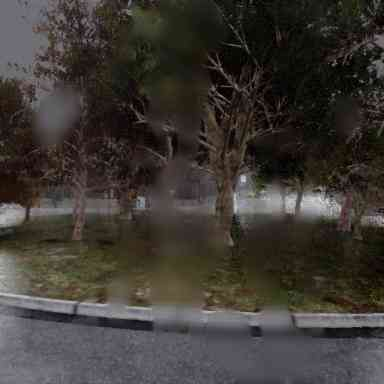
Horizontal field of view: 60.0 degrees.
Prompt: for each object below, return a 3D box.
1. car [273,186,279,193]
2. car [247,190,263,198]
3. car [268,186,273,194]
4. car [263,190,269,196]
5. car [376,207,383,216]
[{"bbox_3d":[21.193,-0.684,90.489,2.435,2.045,5.566,0,3,26],"label":"car"},{"bbox_3d":[13.909,0.467,75.329,1.946,1.575,5.366,0,3,26],"label":"car"},{"bbox_3d":[18.688,-0.126,85.272,1.946,1.575,5.366,0,3,26],"label":"car"},{"bbox_3d":[16.303,0.169,80.298,1.946,1.575,5.366,0,3,26],"label":"car"},{"bbox_3d":[21.689,1.846,34.126,1.895,1.301,4.718,1,0,-29],"label":"car"}]
